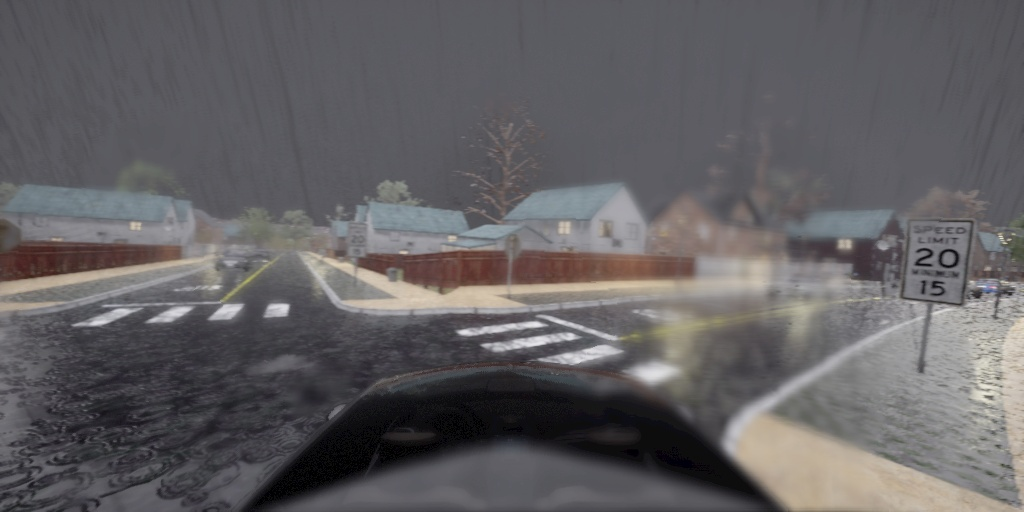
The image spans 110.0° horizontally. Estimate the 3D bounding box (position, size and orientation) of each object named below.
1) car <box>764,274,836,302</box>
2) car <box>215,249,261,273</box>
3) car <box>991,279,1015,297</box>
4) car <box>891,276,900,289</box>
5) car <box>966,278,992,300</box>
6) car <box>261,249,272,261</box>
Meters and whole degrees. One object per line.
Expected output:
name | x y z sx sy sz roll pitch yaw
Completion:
car | 15.702 1.667 19.512 4.718 1.301 1.895 2 4 -33
car | -19.498 0.325 25.407 2.128 1.511 4.902 2 0 -31
car | 42.291 2.716 31.671 5.357 1.411 2.033 2 4 -26
car | 34.568 2.304 30.763 4.181 1.385 1.994 2 4 -28
car | 33.219 2.362 26.789 4.902 1.511 2.128 2 4 -29
car | -30.754 -0.113 44.062 1.994 1.385 4.181 2 0 -31
